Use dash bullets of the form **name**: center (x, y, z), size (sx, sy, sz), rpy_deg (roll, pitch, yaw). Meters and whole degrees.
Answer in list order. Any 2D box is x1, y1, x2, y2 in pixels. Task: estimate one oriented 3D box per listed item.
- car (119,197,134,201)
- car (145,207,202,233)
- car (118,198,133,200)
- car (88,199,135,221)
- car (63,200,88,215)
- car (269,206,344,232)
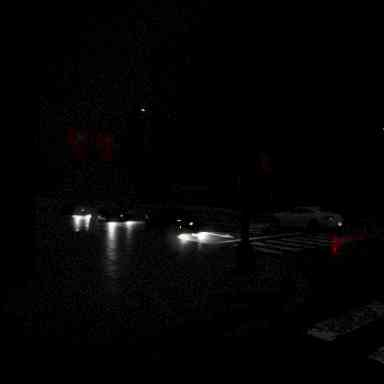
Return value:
- **car**: center (-10.327, 1.539, 50.081), size (2.097, 1.767, 4.553), rpy_deg (0, 0, -36)
- **car**: center (-1.207, 1.619, 20.347), size (1.994, 1.385, 4.181), rpy_deg (0, 0, -36)
- **car**: center (-10.107, 1.763, 44.209), size (1.895, 1.301, 4.718), rpy_deg (0, 0, -36)
- **car**: center (-6.944, 1.619, 28.334), size (1.812, 1.442, 4.674), rpy_deg (0, 0, -36)
- **car**: center (-12.712, 1.623, 36.369), size (2.128, 1.511, 4.902), rpy_deg (0, 0, -35)
- **car**: center (6.933, 1.576, 20.505), size (1.812, 1.442, 4.674), rpy_deg (0, 0, -36)
